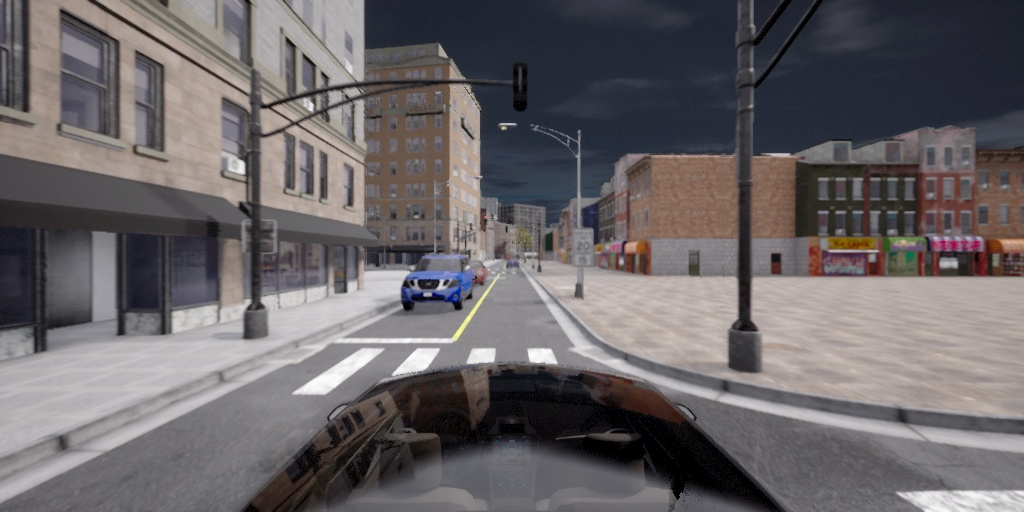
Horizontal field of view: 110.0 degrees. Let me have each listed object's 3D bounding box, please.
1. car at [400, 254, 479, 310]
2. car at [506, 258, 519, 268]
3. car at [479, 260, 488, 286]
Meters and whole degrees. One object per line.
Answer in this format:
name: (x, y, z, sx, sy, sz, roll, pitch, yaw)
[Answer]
car: (-2.845, 0.950, 14.870, 2.150, 2.045, 5.566, 0, 0, 0)
car: (0.117, 1.032, 58.067, 2.097, 1.767, 4.553, 0, 0, -1)
car: (-2.831, 1.066, 25.036, 2.097, 1.767, 4.553, 0, 0, 0)
